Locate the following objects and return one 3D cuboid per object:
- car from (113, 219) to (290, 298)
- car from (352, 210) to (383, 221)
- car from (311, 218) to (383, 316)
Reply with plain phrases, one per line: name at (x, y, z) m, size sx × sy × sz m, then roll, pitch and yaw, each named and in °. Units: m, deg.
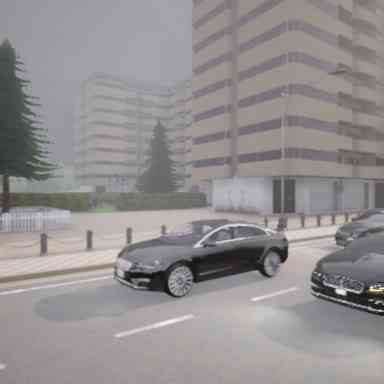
car at (0.453, 1.486, 8.604) m, size 4.902 × 1.511 × 2.128 m, roll 0°, pitch 0°, yaw -35°
car at (7.919, 1.518, 13.894) m, size 4.674 × 1.442 × 1.812 m, roll 0°, pitch 0°, yaw -35°
car at (4.595, 1.501, 7.253) m, size 4.892 × 1.490 × 1.837 m, roll 0°, pitch 0°, yaw -35°
